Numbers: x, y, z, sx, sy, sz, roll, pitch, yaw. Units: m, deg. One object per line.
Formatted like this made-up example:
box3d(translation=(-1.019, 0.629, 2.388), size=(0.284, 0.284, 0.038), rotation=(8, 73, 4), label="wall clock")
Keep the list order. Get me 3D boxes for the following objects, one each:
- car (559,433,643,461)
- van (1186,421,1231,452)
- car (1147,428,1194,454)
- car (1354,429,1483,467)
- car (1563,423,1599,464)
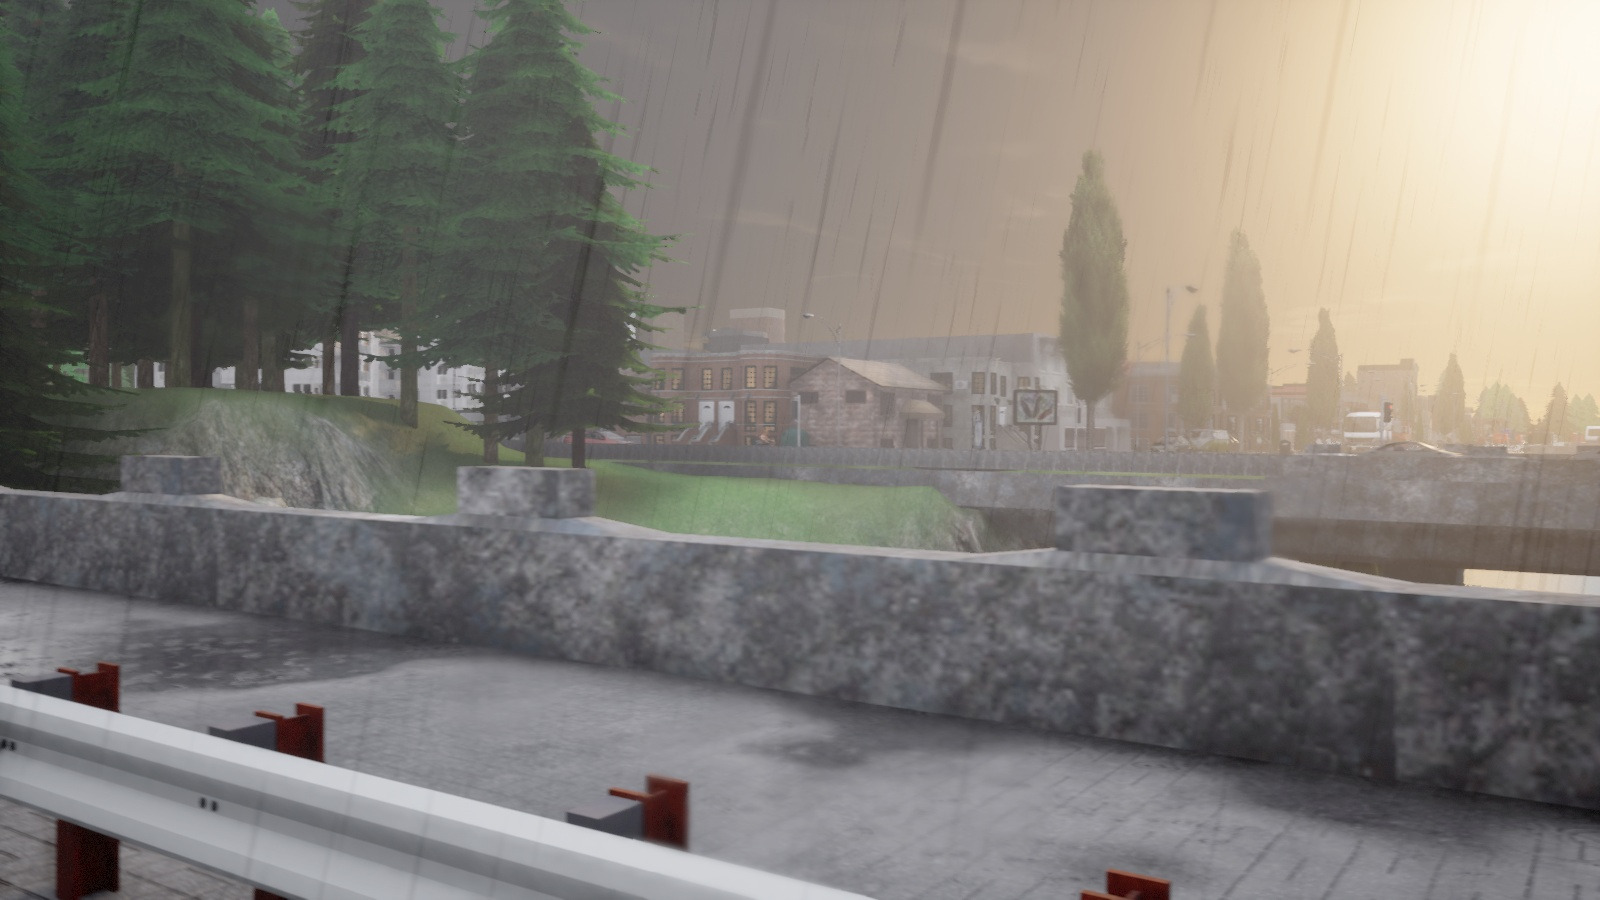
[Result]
box3d(translation=(-11.281, -0.191, 71.216), size=(4.514, 1.525, 2.007), rotation=(0, 1, 34), label="car")
box3d(translation=(27.498, -0.917, 84.446), size=(1.775, 1.987, 4.442), rotation=(0, 1, 34), label="van")
box3d(translation=(22.906, -0.556, 77.545), size=(1.789, 1.549, 3.705), rotation=(0, 1, 34), label="car")
box3d(translation=(23.607, -0.074, 47.998), size=(4.181, 1.385, 1.994), rotation=(0, 1, 34), label="car")
box3d(translation=(31.538, -0.256, 47.505), size=(4.514, 1.525, 2.007), rotation=(0, 1, 34), label="car")
